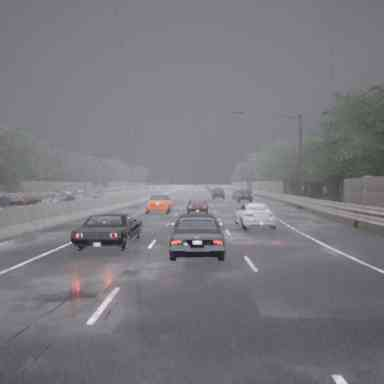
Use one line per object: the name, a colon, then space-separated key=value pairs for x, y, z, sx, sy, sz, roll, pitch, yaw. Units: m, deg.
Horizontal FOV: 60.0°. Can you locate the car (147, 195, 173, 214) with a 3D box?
car: x=-2.948 y=1.044 z=31.302 sx=2.097 sy=1.767 sz=4.553 roll=0 pitch=1 yaw=1

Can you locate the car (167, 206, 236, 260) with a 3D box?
car: x=0.178 y=1.488 z=12.135 sx=2.033 sy=1.411 sz=5.357 roll=0 pitch=1 yaw=1

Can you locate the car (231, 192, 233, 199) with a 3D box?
car: x=8.294 y=0.440 z=59.891 sx=2.097 sy=1.767 sz=4.553 roll=0 pitch=1 yaw=2

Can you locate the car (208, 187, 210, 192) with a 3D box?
car: x=5.451 y=-0.019 z=81.872 sx=1.837 sy=1.490 sz=4.892 roll=0 pitch=2 yaw=2

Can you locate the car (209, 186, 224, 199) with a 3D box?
car: x=4.868 y=0.248 z=62.416 sx=2.150 sy=2.045 sz=5.566 roll=0 pitch=2 yaw=2

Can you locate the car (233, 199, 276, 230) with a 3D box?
car: x=3.688 y=1.374 z=19.703 sx=1.812 sy=1.442 sz=4.674 roll=0 pitch=1 yaw=1

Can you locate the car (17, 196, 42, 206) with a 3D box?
car: x=-20.295 y=1.146 z=40.660 sx=1.895 sy=1.301 sz=4.718 roll=0 pitch=1 yaw=2

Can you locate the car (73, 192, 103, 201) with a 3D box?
car: x=-13.300 y=1.054 z=43.231 sx=1.994 sy=1.385 sz=4.181 roll=0 pitch=1 yaw=2

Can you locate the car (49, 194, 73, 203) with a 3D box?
car: x=-16.796 y=0.982 z=43.322 sx=2.128 sy=1.511 sz=4.902 roll=0 pitch=1 yaw=2

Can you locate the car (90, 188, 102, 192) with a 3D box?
car: x=-22.653 y=-0.120 z=78.861 sx=1.837 sy=1.490 sz=4.892 roll=0 pitch=2 yaw=2

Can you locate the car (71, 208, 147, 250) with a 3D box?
car: x=-3.298 y=1.524 z=13.876 sx=1.895 sy=1.301 sz=4.718 roll=0 pitch=1 yaw=1

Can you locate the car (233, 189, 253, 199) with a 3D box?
car: x=7.866 y=0.552 z=49.936 sx=2.150 sy=2.045 sz=5.566 roll=0 pitch=1 yaw=3

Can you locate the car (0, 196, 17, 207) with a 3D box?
car: x=-23.220 y=1.125 z=39.039 sx=2.033 sy=1.411 sz=5.357 roll=0 pitch=1 yaw=-1

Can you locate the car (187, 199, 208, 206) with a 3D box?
car: x=0.538 y=1.298 z=30.888 sx=1.895 sy=1.301 sz=4.718 roll=0 pitch=1 yaw=2
